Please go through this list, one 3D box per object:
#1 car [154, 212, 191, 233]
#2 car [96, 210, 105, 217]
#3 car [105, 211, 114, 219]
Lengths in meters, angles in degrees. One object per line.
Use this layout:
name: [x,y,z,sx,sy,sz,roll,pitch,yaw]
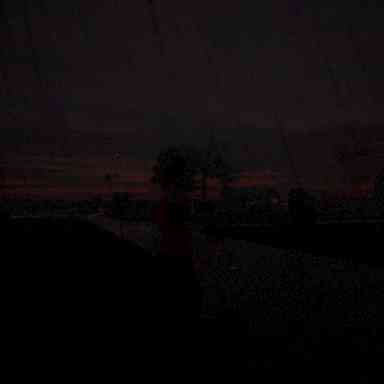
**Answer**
car: [-1.764,2.410,28.100,2.097,1.767,4.553,0,-2,-21]
car: [-20.262,4.983,76.045,1.895,1.301,4.718,0,-3,-21]
car: [-14.271,4.144,60.728,1.812,1.442,4.674,0,-2,-20]
